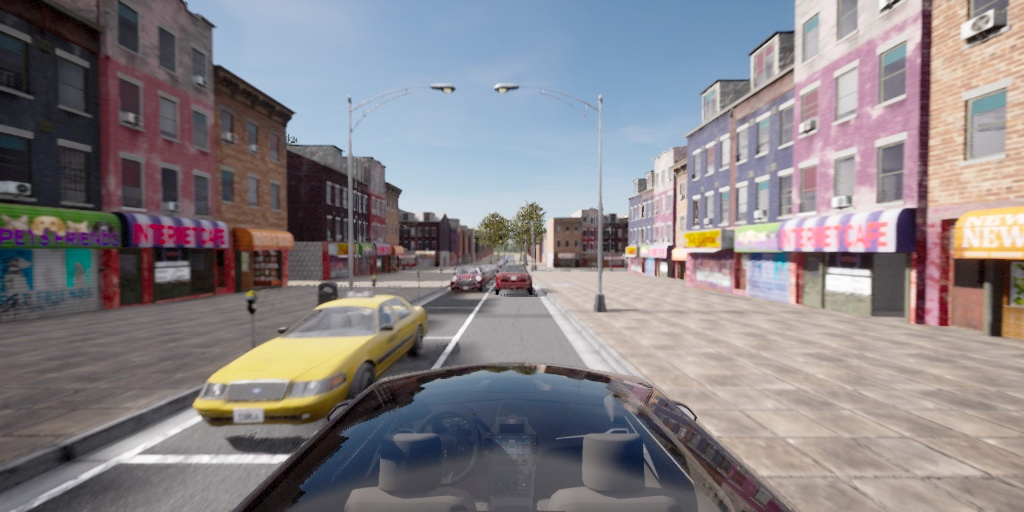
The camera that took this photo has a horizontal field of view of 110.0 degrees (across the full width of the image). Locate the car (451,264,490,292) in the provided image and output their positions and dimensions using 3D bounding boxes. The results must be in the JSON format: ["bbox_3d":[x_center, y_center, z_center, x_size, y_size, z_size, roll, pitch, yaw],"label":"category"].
[{"bbox_3d":[-2.638,1.332,22.526,1.967,1.591,4.097,0,0,0],"label":"car"}]

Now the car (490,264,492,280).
[{"bbox_3d":[-2.637,1.522,27.971,1.802,1.307,4.207,0,0,0],"label":"car"}]

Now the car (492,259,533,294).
[{"bbox_3d":[0.099,1.232,21.261,2.097,1.767,4.553,0,-1,0],"label":"car"}]

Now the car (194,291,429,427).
[{"bbox_3d":[-2.639,1.300,6.017,1.751,1.417,4.829,0,0,0],"label":"car"}]
